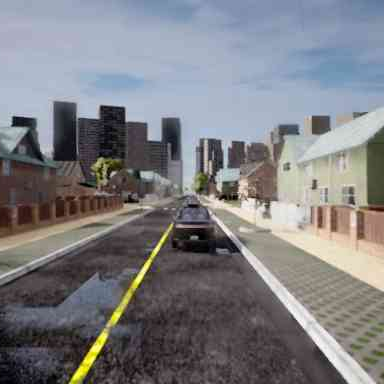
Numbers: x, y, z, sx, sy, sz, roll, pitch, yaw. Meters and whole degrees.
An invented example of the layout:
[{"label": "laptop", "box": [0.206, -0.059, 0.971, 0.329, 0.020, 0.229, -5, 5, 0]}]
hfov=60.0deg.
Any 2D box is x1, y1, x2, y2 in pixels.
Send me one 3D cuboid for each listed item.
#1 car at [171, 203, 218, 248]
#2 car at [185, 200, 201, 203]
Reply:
[{"label": "car", "box": [0.101, 1.480, 14.749, 2.128, 1.511, 4.902, 0, 0, 0]}, {"label": "car", "box": [0.116, 1.467, 31.620, 2.128, 1.511, 4.902, 0, 0, 0]}]
